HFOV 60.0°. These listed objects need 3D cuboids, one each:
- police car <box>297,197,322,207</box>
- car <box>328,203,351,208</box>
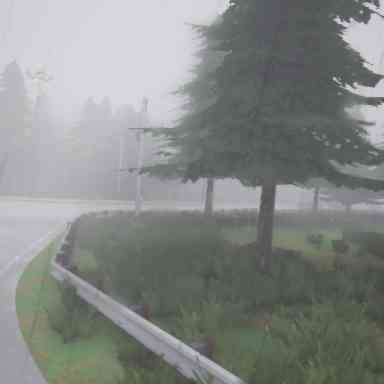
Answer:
[{"bbox_3d":[18.002,1.698,51.016,5.238,1.638,1.930,2,3,-41],"label":"police car"},{"bbox_3d":[25.617,2.140,57.634,5.357,1.411,2.033,2,3,-41],"label":"car"}]
